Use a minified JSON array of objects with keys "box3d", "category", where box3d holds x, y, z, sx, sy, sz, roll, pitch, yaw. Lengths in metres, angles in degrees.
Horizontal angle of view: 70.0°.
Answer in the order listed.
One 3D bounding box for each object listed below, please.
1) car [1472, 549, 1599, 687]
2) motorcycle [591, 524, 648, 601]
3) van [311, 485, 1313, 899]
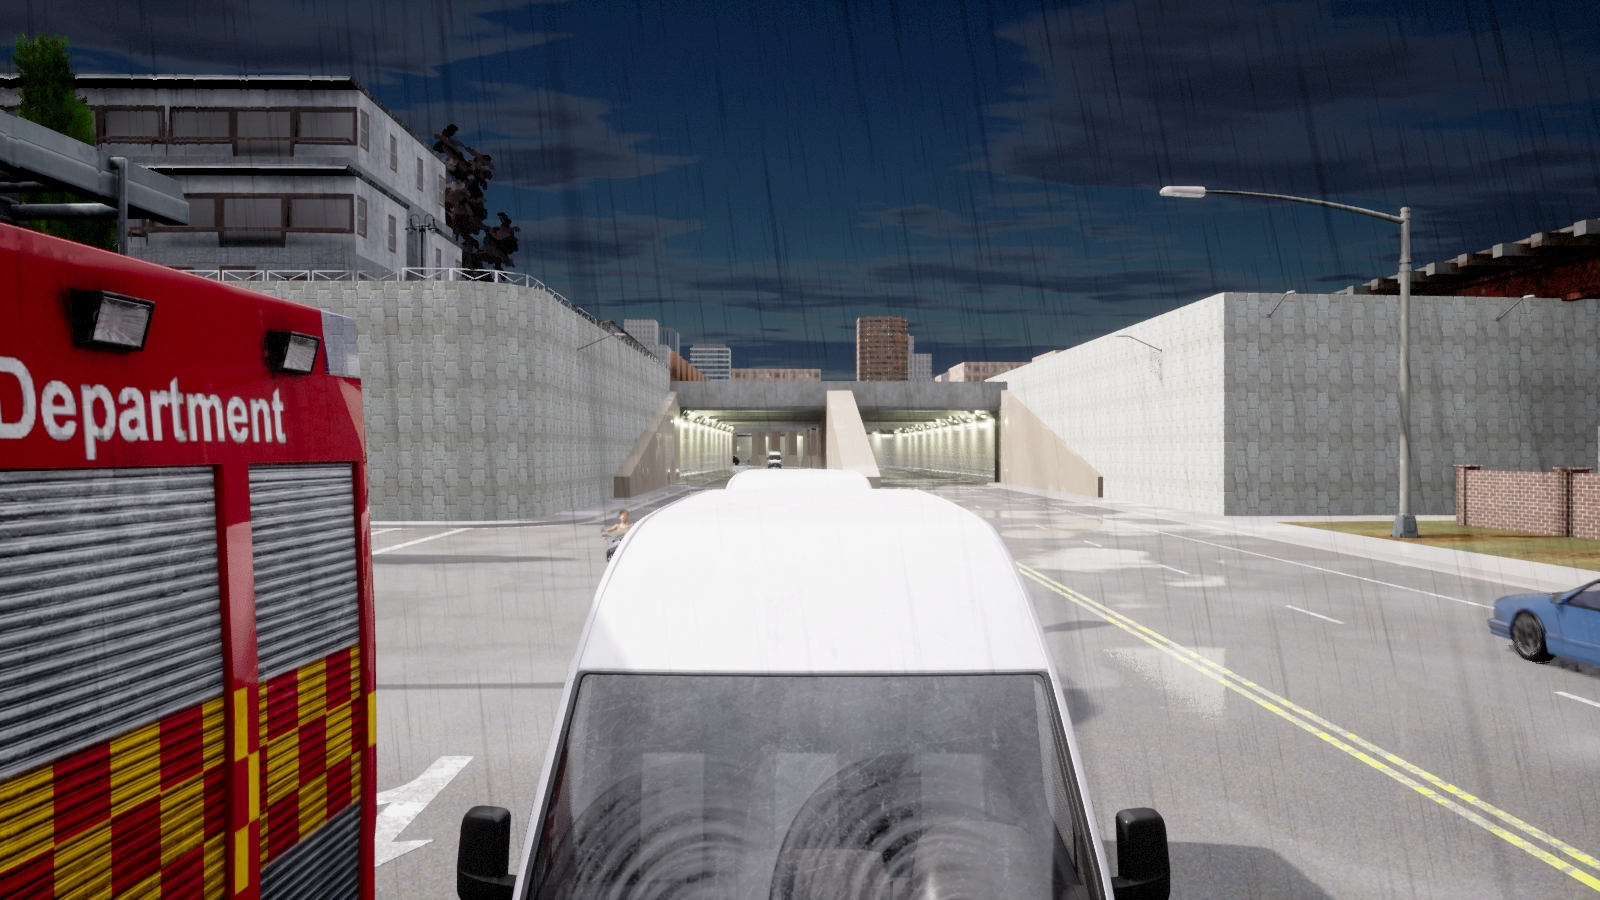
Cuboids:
[{"box3d":[10.491,2.106,13.423,2.033,1.411,5.357,0,0,0],"category":"car"},{"box3d":[-3.524,2.170,22.499,0.764,1.277,2.356,0,0,0],"category":"motorcycle"},{"box3d":[0.047,1.534,5.226,1.988,2.561,5.915,0,0,1],"category":"van"}]
